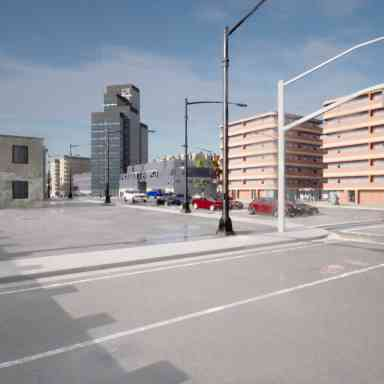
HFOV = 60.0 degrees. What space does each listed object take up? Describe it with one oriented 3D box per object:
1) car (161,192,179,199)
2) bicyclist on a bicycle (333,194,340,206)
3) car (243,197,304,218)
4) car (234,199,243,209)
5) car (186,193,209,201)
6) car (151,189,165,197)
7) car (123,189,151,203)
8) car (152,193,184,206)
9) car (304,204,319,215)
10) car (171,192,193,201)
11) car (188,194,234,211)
[{"bbox_3d":[-4.676,0.661,71.557,1.994,1.385,4.181,0,1,-34],"label":"car"},{"bbox_3d":[19.976,1.094,45.979,1.656,1.620,0.582,0,1,-34],"label":"bicyclist on a bicycle"},{"bbox_3d":[7.111,1.231,29.387,2.097,1.767,4.553,0,1,-34],"label":"car"},{"bbox_3d":[4.142,1.256,39.914,1.812,1.442,4.674,0,1,-34],"label":"car"},{"bbox_3d":[0.964,0.959,63.321,1.895,1.301,4.718,0,1,-34],"label":"car"},{"bbox_3d":[-7.580,0.334,69.602,2.150,2.045,5.566,0,1,-34],"label":"car"},{"bbox_3d":[-9.130,0.627,53.177,2.150,2.045,5.566,0,1,-33],"label":"car"},{"bbox_3d":[-3.163,1.157,44.402,1.994,1.385,4.181,0,1,-34],"label":"car"},{"bbox_3d":[9.492,1.413,32.096,2.033,1.411,5.357,0,1,-35],"label":"car"},{"bbox_3d":[-1.919,0.862,61.434,1.837,1.490,4.892,0,1,-34],"label":"car"},{"bbox_3d":[1.962,1.229,36.894,1.882,1.535,5.008,0,1,-34],"label":"car"}]
